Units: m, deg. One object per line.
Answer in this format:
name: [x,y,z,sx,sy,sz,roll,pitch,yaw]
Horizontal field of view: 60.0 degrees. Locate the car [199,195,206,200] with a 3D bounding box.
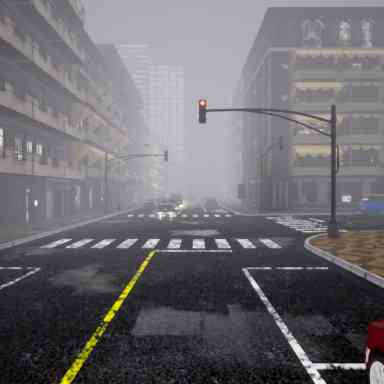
car: [2.948,1.626,95.014,1.887,1.381,4.507,-1,0,0]

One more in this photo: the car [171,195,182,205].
car: [-2.957,1.590,50.360,1.994,1.385,4.181,0,0,0]

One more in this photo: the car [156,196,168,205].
car: [-5.527,1.478,61.875,1.967,1.590,4.097,-1,0,0]

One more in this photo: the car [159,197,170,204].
car: [-5.510,1.625,67.403,1.802,1.307,4.206,-1,0,0]

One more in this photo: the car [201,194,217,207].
car: [2.822,1.466,50.791,1.967,1.590,4.097,-1,0,0]

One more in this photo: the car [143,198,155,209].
car: [-5.572,1.572,45.292,2.008,1.369,4.403,0,0,0]

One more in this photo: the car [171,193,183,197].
car: [-2.899,1.258,60.932,2.150,2.045,5.566,0,0,1]

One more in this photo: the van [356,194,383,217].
van: [15.715,1.042,27.326,3.998,1.788,1.690,-1,1,-1]

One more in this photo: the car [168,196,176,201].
car: [-5.447,1.654,89.515,1.802,1.307,4.206,-1,0,0]

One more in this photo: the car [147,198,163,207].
car: [-5.557,1.592,50.819,1.947,1.339,4.313,0,0,0]

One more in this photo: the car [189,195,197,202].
car: [0.222,1.537,79.724,1.882,1.535,5.008,0,0,0]

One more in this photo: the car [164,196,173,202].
car: [-5.479,1.582,78.289,1.752,1.417,4.829,-1,0,0]

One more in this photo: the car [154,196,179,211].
car: [-2.986,1.564,40.476,2.033,1.411,5.357,0,0,0]

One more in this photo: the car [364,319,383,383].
car: [2.685,1.545,1.792,1.887,1.381,4.507,0,0,0]

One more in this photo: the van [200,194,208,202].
van: [2.899,1.398,78.430,1.690,1.788,3.998,-1,0,0]

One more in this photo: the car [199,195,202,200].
car: [2.871,1.594,67.374,2.008,1.369,4.403,-1,0,0]
